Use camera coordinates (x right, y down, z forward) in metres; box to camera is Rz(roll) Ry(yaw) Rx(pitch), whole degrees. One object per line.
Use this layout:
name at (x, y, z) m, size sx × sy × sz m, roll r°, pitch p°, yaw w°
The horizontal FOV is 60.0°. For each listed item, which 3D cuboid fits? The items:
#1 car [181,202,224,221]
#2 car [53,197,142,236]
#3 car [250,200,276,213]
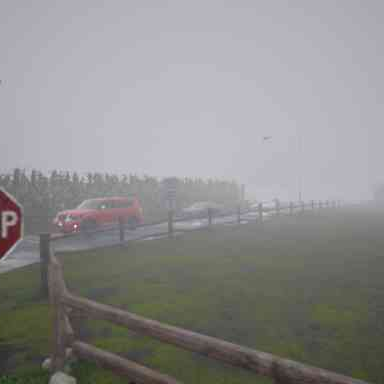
car at (0.967, 1.637, 29.148) m, size 1.882 × 1.535 × 5.008 m, roll -1°, pitch 0°, yaw 35°
car at (-5.409, 1.366, 19.883) m, size 2.150 × 2.045 × 5.566 m, roll -1°, pitch 0°, yaw 34°
car at (8.648, 1.699, 40.254) m, size 1.812 × 1.442 × 4.674 m, roll -1°, pitch -1°, yaw 35°
